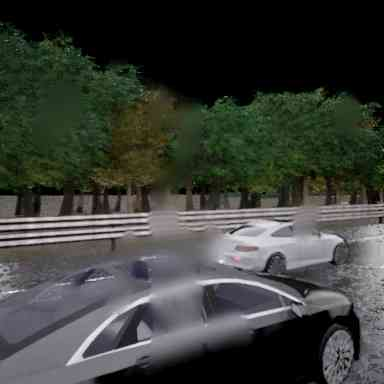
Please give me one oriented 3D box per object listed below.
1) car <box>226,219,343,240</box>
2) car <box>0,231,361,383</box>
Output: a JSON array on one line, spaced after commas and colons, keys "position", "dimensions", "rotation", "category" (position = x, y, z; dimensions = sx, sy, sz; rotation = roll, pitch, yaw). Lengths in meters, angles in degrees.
[{"position": [2.666, 1.531, 9.850], "dimensions": [4.674, 1.442, 1.812], "rotation": [0, 0, -35], "category": "car"}, {"position": [-0.055, 1.492, 3.673], "dimensions": [4.902, 1.511, 2.128], "rotation": [0, 0, -35], "category": "car"}]
